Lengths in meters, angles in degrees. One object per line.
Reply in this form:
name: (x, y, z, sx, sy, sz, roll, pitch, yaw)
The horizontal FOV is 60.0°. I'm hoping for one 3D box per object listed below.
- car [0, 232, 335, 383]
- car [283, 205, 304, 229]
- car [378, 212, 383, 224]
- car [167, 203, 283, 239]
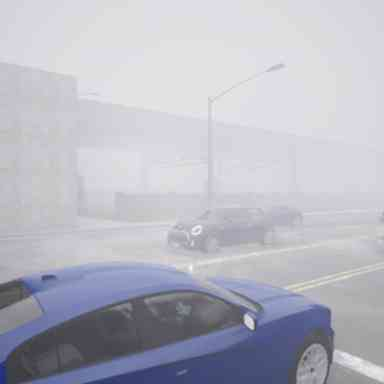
car: (-0.559, 1.478, 3.348, 5.008, 1.535, 1.882, 0, 0, -36)
car: (4.702, 1.479, 20.255, 5.008, 1.535, 1.882, 0, 0, -36)
car: (15.019, 1.603, 23.323, 4.718, 1.301, 1.895, 0, 0, -36)
car: (1.243, 1.353, 13.483, 4.553, 1.767, 2.097, 0, 0, -36)
